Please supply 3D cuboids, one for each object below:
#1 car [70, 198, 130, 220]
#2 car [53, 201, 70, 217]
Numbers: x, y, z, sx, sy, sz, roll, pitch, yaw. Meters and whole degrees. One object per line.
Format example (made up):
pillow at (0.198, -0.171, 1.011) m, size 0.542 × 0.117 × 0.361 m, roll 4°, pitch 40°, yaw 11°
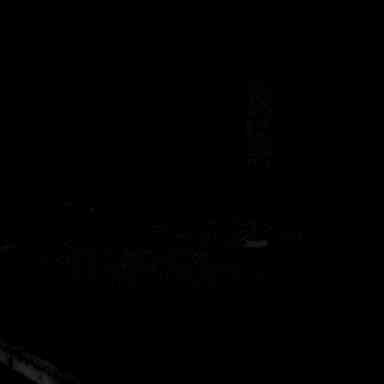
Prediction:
car at (-7.394, 1.318, 27.881) m, size 2.185 × 1.767 × 4.553 m, roll 0°, pitch 0°, yaw 35°
car at (-10.016, 1.485, 29.664) m, size 2.002 × 1.452 × 4.674 m, roll 0°, pitch 0°, yaw 35°
